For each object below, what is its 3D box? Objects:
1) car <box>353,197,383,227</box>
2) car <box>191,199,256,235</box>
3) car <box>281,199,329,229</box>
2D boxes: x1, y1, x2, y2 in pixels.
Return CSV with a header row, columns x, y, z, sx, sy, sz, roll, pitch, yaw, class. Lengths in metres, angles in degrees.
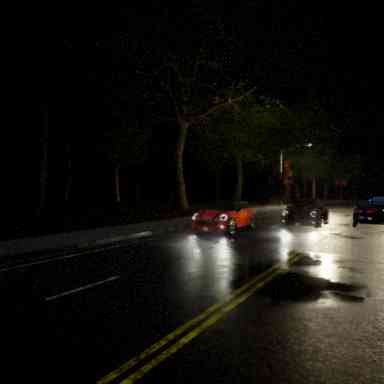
x,y,z,sx,sy,sz,roll,pitch,yaw,class
11.432,1.346,21.140,1.882,1.535,5.008,0,0,31,car
1.812,1.221,18.094,2.097,1.767,4.553,0,0,31,car
7.054,1.215,20.535,2.097,1.767,4.553,0,0,31,car
